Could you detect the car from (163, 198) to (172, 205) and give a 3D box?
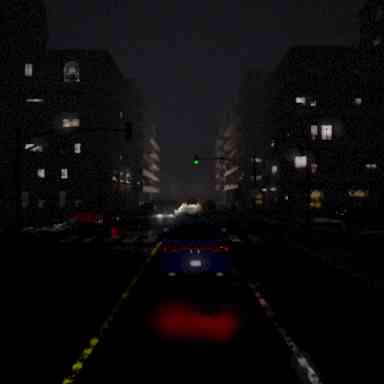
[{"bbox_3d":[-5.751,2.261,78.104,1.967,1.590,4.097,0,-1,0],"label":"car"}]

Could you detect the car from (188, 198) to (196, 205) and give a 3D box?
[{"bbox_3d":[-0.063,2.348,82.589,1.882,1.535,5.008,0,-1,0],"label":"car"}]

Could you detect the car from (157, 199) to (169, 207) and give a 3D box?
[{"bbox_3d":[-5.742,2.137,66.739,1.967,1.590,4.097,0,-1,0],"label":"car"}]

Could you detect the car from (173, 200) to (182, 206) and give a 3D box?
[{"bbox_3d":[-3.056,2.328,70.706,1.895,1.301,4.718,0,-1,0],"label":"car"}]

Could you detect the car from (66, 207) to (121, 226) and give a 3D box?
[{"bbox_3d":[-7.880,1.913,26.642,4.674,1.442,1.812,-1,-1,23],"label":"car"}]

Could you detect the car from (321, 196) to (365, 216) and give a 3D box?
[{"bbox_3d":[14.536,1.319,30.346,5.009,1.841,2.192,-1,1,-1],"label":"car"}]

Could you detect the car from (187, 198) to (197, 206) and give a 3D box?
[{"bbox_3d":[-0.055,2.117,72.726,2.097,1.767,4.553,0,-1,0],"label":"car"}]

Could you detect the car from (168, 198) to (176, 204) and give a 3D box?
[{"bbox_3d":[-5.764,2.559,95.147,2.008,1.369,4.403,0,-1,0],"label":"car"}]

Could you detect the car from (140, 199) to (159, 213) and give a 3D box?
[{"bbox_3d":[-5.725,2.021,44.009,1.947,1.339,4.313,0,-1,0],"label":"car"}]

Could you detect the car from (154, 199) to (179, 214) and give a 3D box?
[{"bbox_3d":[-3.112,1.975,41.379,2.033,1.411,5.357,0,-1,-1],"label":"car"}]

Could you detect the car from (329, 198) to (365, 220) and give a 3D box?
[{"bbox_3d":[14.523,1.488,27.774,4.892,1.490,1.837,-1,0,1],"label":"car"}]

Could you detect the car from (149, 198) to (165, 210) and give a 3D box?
[{"bbox_3d":[-5.734,1.890,55.376,2.192,1.841,5.009,0,-1,0],"label":"car"}]

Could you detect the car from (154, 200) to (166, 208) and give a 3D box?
[{"bbox_3d":[-5.738,2.159,60.886,1.752,1.417,4.829,0,-1,0],"label":"car"}]

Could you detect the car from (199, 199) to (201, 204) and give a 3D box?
[{"bbox_3d":[2.647,2.015,55.383,1.967,1.590,4.097,0,-1,0],"label":"car"}]

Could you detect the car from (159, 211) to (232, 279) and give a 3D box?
[{"bbox_3d":[0.093,1.584,10.458,1.882,1.535,5.008,0,-1,0],"label":"car"}]

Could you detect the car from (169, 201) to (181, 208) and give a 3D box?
[{"bbox_3d":[-3.058,2.229,60.368,1.895,1.301,4.718,0,-1,0],"label":"car"}]

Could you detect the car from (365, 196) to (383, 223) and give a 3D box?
[{"bbox_3d":[14.676,1.250,21.969,5.009,1.841,2.192,-1,1,-1],"label":"car"}]

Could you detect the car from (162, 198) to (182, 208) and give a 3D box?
[{"bbox_3d":[-3.118,1.879,50.863,2.097,1.767,4.553,0,-1,0],"label":"car"}]

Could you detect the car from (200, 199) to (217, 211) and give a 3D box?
[{"bbox_3d":[2.651,1.955,49.701,1.967,1.590,4.097,0,-1,0],"label":"car"}]

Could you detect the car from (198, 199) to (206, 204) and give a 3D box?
[{"bbox_3d":[2.621,2.497,89.474,2.008,1.369,4.403,0,-1,0],"label":"car"}]
